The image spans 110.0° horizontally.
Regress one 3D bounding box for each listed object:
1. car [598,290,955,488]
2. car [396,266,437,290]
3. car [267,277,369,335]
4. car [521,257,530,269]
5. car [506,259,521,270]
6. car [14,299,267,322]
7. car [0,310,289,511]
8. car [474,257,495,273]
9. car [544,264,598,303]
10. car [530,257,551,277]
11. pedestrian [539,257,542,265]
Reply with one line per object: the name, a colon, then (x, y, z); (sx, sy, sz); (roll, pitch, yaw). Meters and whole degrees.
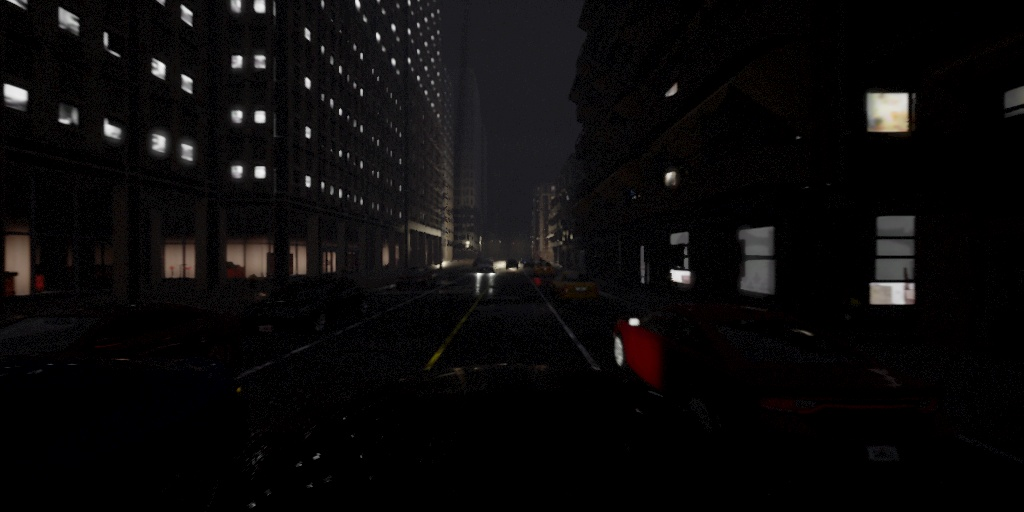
car: (2.690, 1.290, 4.830); (1.888, 1.381, 4.507); (0, 0, 0)
car: (-5.692, 1.299, 21.776); (1.802, 1.307, 4.207); (0, 0, 0)
car: (-5.691, 1.301, 10.479); (1.948, 1.339, 4.313); (0, 0, 0)
car: (2.683, 1.261, 55.668); (1.802, 1.307, 4.207); (0, 0, 0)
car: (0.035, 1.185, 52.172); (1.837, 1.490, 4.892); (0, 0, 0)
car: (-5.690, 1.326, 4.829); (1.802, 1.307, 4.207); (0, 0, 0)
car: (-3.100, 1.277, 1.146); (1.812, 1.442, 4.674); (0, 0, 0)
car: (-3.092, 1.217, 42.716); (1.812, 1.442, 4.674); (0, 0, 0)
car: (2.688, 1.251, 16.298); (1.751, 1.417, 4.829); (0, 0, 0)
car: (2.995, 1.156, 34.827); (1.801, 1.575, 5.366); (0, 0, 0)
pedestrian: (2.995, 0.991, 37.819); (0.375, 1.860, 0.375); (0, 0, -2)
